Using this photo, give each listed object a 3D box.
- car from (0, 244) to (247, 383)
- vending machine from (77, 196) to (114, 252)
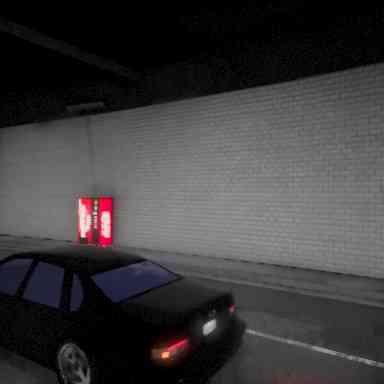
[{"bbox_3d":[-1.913,1.548,5.049,5.357,1.411,2.033,0,0,33],"label":"car"},{"bbox_3d":[-3.784,1.195,13.047,0.880,2.100,1.100,0,0,29],"label":"vending machine"}]
